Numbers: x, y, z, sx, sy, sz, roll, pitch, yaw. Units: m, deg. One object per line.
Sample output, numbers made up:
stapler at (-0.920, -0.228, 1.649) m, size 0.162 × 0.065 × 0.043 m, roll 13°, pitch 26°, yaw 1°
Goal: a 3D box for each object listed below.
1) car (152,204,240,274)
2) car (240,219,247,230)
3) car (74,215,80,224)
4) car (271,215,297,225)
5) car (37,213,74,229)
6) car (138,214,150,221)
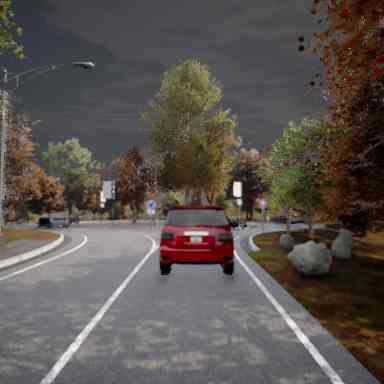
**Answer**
car at (0.181, 1.444, 11.423) m, size 2.150 × 2.045 × 5.566 m, roll 0°, pitch -2°, yaw 1°
car at (2.869, 2.859, 31.389) m, size 4.902 × 1.511 × 2.128 m, roll 1°, pitch -4°, yaw -22°
car at (-18.978, 4.123, 50.526) m, size 2.128 × 1.511 × 4.902 m, roll -1°, pitch -4°, yaw 15°
car at (13.526, 4.075, 48.968) m, size 2.033 × 1.411 × 5.357 m, roll 1°, pitch -4°, yaw -10°
car at (-14.624, 2.966, 35.135) m, size 2.097 × 1.767 × 4.553 m, roll 3°, pitch -5°, yaw -41°
car at (-7.568, 4.752, 62.361) m, size 4.902 × 1.511 × 2.128 m, roll 1°, pitch -4°, yaw -12°
